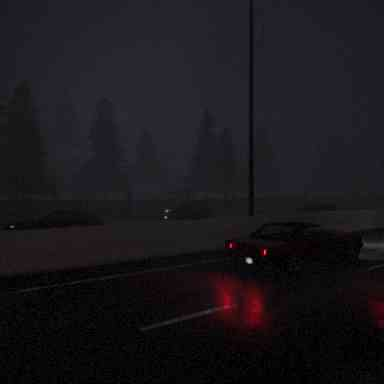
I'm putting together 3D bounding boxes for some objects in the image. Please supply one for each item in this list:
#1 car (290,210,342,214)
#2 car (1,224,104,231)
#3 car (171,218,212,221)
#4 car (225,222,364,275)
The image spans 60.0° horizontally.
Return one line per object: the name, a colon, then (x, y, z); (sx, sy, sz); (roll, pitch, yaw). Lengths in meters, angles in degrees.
car: (8.478, 1.499, 22.940); (4.892, 1.490, 1.837); (0, 0, -35)
car: (-6.719, 1.524, 16.398); (4.674, 1.442, 1.812); (0, 0, -36)
car: (-0.604, 1.347, 25.059); (4.553, 1.767, 2.097); (0, 0, -35)
car: (3.380, 1.598, 10.458); (4.718, 1.301, 1.895); (0, 0, -36)
